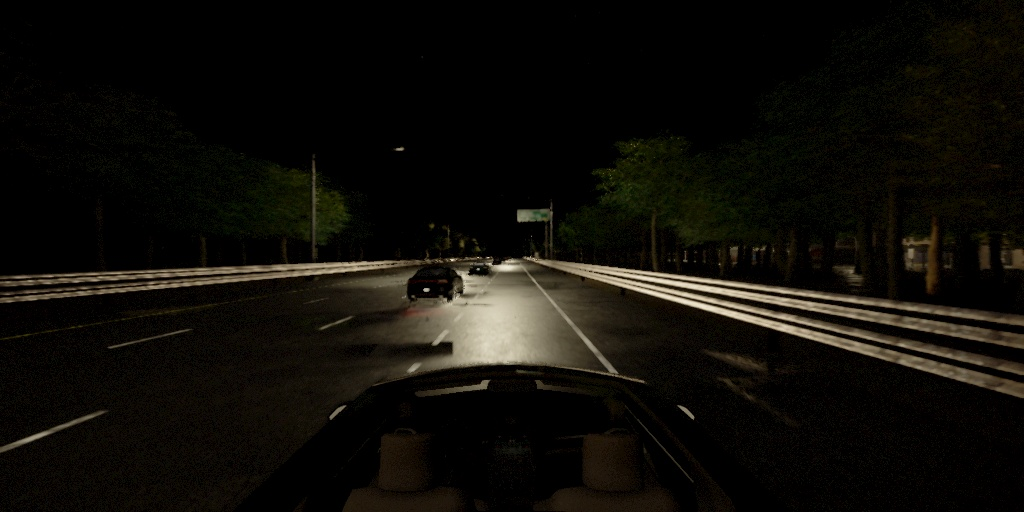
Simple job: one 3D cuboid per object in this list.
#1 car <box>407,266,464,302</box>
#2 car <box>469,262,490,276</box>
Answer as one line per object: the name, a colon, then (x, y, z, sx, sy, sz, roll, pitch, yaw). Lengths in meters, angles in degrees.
car: (-3.485, 1.231, 17.086, 1.882, 1.535, 5.008, 0, 0, 0)
car: (-3.423, 1.321, 38.223, 1.994, 1.385, 4.181, 0, 0, 0)
